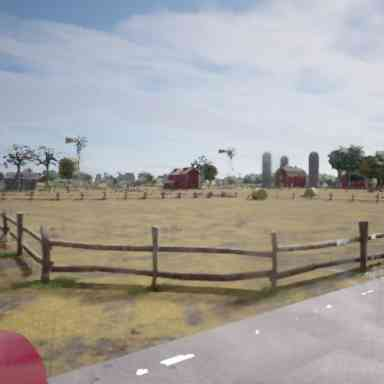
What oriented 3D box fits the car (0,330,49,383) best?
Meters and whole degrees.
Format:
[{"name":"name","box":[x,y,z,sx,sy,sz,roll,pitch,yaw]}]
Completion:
[{"name":"car","box":[-3.024,1.464,0.909,5.008,1.535,1.882,0,0,-35]}]
